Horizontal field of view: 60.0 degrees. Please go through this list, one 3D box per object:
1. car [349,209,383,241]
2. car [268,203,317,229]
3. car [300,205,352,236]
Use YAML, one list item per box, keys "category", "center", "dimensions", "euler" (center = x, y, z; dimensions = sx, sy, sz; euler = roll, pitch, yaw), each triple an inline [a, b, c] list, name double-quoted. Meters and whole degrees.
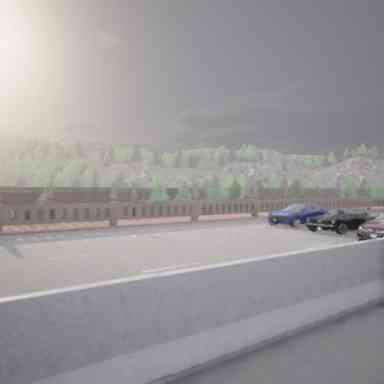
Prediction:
- category: "car"
  center: [9.271, 1.519, 14.884]
  dimensions: [4.674, 1.442, 1.812]
  euler: [0, 0, -36]
- category: "car"
  center: [7.150, 1.470, 21.981]
  dimensions: [5.008, 1.535, 1.882]
  euler: [0, 0, -35]
- category: "car"
  center: [8.436, 1.594, 18.601]
  dimensions: [4.718, 1.301, 1.895]
  euler: [0, 0, -35]
